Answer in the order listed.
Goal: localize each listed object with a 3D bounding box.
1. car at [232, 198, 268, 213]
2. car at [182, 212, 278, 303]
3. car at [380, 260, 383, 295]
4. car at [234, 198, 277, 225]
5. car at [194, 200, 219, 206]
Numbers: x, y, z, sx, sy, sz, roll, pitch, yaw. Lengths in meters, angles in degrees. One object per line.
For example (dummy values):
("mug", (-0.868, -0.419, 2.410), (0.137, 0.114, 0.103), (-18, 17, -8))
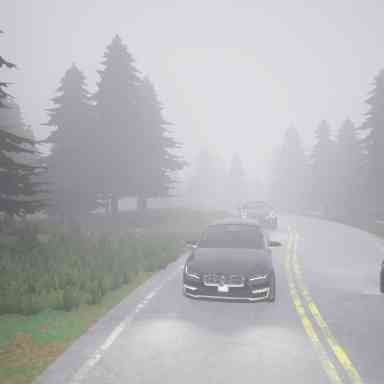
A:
("car", (6.165, 1.411, 35.732), (1.837, 1.490, 4.892), (2, -1, -16))
("car", (1.082, 1.496, 8.405), (1.837, 1.490, 4.892), (-1, 0, 12))
("car", (4.488, 1.309, 4.638), (2.097, 1.767, 4.553), (-1, 0, 8))
("car", (3.854, 1.270, 20.361), (2.097, 1.767, 4.553), (-1, 0, 5))
("car", (1.871, 1.799, 44.853), (1.812, 1.442, 4.674), (3, -5, -35))
